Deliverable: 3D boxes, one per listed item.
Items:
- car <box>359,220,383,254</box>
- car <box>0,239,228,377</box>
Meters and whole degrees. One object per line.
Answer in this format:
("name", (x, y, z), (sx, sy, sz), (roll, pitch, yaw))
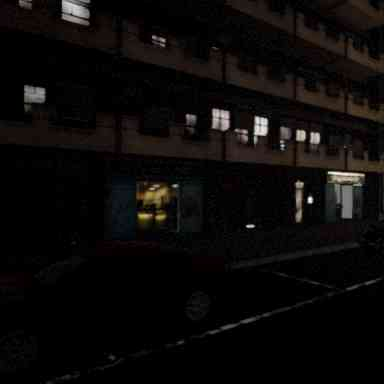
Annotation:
("car", (7.826, 1.537, 12.138), (4.403, 1.369, 2.008), (0, 0, -35))
("car", (-1.427, 1.543, 5.539), (4.507, 1.381, 1.887), (0, 0, -35))
